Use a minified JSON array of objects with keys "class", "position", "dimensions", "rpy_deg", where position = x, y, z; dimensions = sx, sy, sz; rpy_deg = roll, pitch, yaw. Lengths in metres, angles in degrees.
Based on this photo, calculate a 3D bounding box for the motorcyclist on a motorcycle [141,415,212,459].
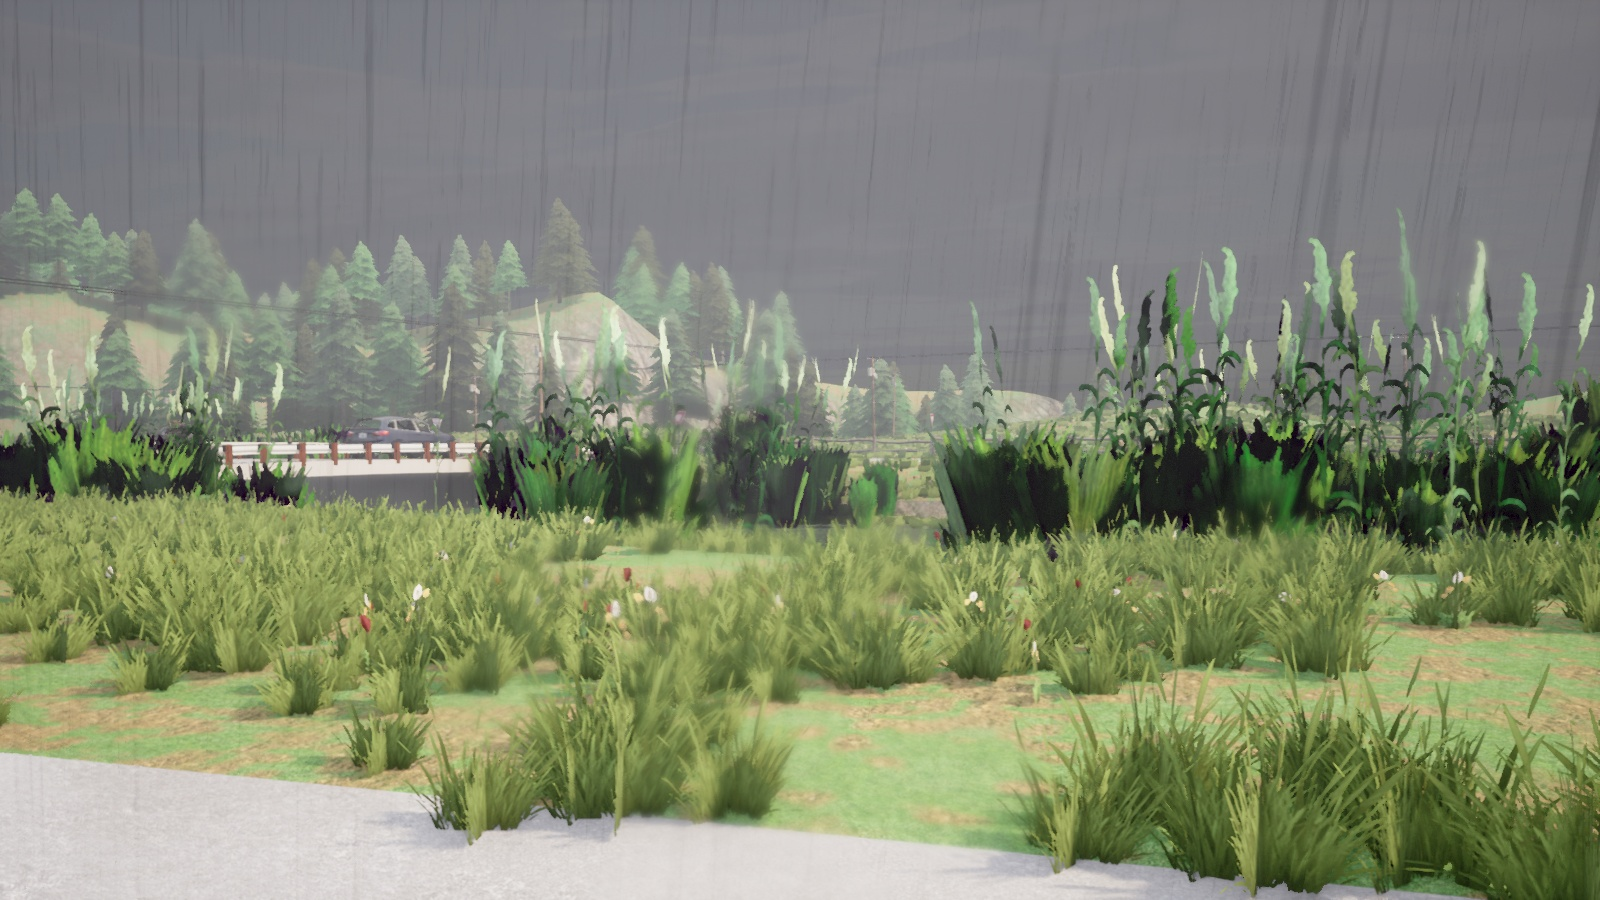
[{"class":"motorcyclist on a motorcycle","position":[-22.070,-0.471,44.498],"dimensions":[0.866,1.530,2.191],"rpy_deg":[0,1,26]}]

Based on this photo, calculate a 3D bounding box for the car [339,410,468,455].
[{"class":"car","position":[-15.600,-0.652,49.650],"dimensions":[2.242,1.667,4.611],"rpy_deg":[0,-1,26]}]

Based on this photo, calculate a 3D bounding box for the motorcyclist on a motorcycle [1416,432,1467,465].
[{"class":"motorcyclist on a motorcycle","position":[29.889,-0.064,58.533],"dimensions":[2.044,1.523,0.797],"rpy_deg":[0,1,24]}]
